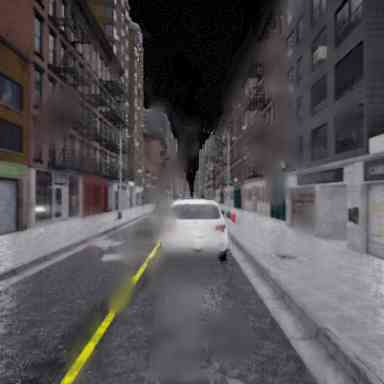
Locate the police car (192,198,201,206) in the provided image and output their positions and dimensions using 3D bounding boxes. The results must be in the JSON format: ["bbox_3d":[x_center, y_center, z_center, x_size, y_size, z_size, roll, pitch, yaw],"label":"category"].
[{"bbox_3d":[0.900,2.033,72.159,1.930,1.638,5.238,0,-1,0],"label":"police car"}]

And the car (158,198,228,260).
[{"bbox_3d":[0.104,1.318,13.003,2.150,2.045,5.566,0,0,0],"label":"car"}]

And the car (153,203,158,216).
[{"bbox_3d":[-3.092,1.778,36.577,1.837,1.490,4.892,0,-1,0],"label":"car"}]

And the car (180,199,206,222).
[{"bbox_3d":[0.095,1.568,29.499,2.097,1.767,4.553,0,0,0],"label":"car"}]

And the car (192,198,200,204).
[{"bbox_3d":[0.900,2.237,82.048,1.812,1.442,4.674,0,-1,0],"label":"car"}]
